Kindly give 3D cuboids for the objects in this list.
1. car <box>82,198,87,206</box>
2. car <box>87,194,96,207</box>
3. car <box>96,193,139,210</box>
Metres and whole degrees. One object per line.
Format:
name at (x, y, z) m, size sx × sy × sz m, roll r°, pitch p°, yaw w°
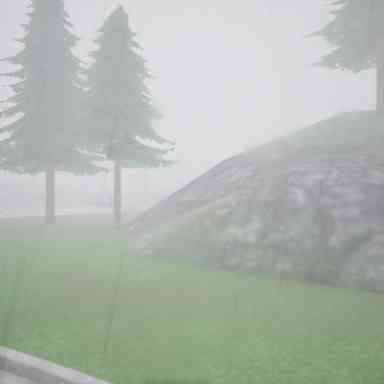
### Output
car at (-12.357, 0.984, 44.434) m, size 4.553 × 1.767 × 2.097 m, roll 0°, pitch 1°, yaw -45°
car at (-10.092, 1.168, 41.755) m, size 4.892 × 1.490 × 1.837 m, roll 0°, pitch 0°, yaw -45°
car at (-8.319, 1.219, 38.570) m, size 4.674 × 1.442 × 1.812 m, roll 0°, pitch 1°, yaw -45°
